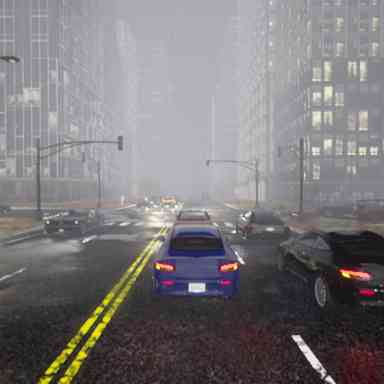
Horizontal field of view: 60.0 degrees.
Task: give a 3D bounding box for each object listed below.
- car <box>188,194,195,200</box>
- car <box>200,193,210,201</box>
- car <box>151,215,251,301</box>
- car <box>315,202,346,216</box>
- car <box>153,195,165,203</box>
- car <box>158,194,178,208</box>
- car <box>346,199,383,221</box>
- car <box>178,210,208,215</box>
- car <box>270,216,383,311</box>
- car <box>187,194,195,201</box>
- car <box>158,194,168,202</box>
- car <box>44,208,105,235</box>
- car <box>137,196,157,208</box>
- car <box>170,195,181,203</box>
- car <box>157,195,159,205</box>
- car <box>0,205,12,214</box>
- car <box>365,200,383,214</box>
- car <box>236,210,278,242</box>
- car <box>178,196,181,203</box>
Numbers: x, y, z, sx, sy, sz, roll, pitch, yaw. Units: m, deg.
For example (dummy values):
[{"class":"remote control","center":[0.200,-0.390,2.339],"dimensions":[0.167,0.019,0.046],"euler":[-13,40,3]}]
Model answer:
[{"class":"car","center":[-0.191,1.299,89.115],"dimensions":[1.812,1.442,4.674],"euler":[0,0,0]},{"class":"car","center":[3.082,1.172,78.733],"dimensions":[2.150,2.045,5.566],"euler":[0,0,0]},{"class":"car","center":[0.084,1.525,8.184],"dimensions":[1.812,1.442,4.674],"euler":[0,0,0]},{"class":"car","center":[15.030,1.714,33.730],"dimensions":[4.718,1.301,1.895],"euler":[0,1,1]},{"class":"car","center":[-6.667,1.472,66.937],"dimensions":[1.837,1.490,4.892],"euler":[0,0,0]},{"class":"car","center":[-3.448,1.460,49.245],"dimensions":[1.882,1.535,5.008],"euler":[0,0,0]},{"class":"car","center":[16.143,1.530,27.942],"dimensions":[5.009,1.841,2.192],"euler":[1,0,1]},{"class":"car","center":[0.066,1.598,17.350],"dimensions":[1.895,1.301,4.718],"euler":[0,0,0]},{"class":"car","center":[3.336,1.525,7.621],"dimensions":[1.812,1.442,4.674],"euler":[0,0,0]},{"class":"car","center":[-0.169,1.542,79.142],"dimensions":[1.895,1.301,4.718],"euler":[0,0,0]},{"class":"car","center":[-6.665,1.312,76.862],"dimensions":[2.097,1.767,4.553],"euler":[0,0,0]},{"class":"car","center":[-6.452,1.596,18.776],"dimensions":[1.895,1.301,4.718],"euler":[0,0,1]},{"class":"car","center":[-6.700,1.531,47.845],"dimensions":[2.033,1.411,5.357],"euler":[0,0,0]},{"class":"car","center":[-3.399,1.443,69.152],"dimensions":[1.882,1.535,5.008],"euler":[0,0,0]},{"class":"car","center":[-6.704,1.480,57.583],"dimensions":[1.837,1.490,4.892],"euler":[0,0,0]},{"class":"car","center":[-19.505,1.456,31.039],"dimensions":[4.718,1.301,1.895],"euler":[1,1,1]},{"class":"car","center":[21.733,1.656,36.241],"dimensions":[4.829,1.417,1.752],"euler":[1,0,1]},{"class":"car","center":[3.320,1.561,16.190],"dimensions":[1.994,1.385,4.181],"euler":[0,0,-1]},{"class":"car","center":[-3.453,1.575,58.624],"dimensions":[1.895,1.301,4.718],"euler":[0,0,0]}]
